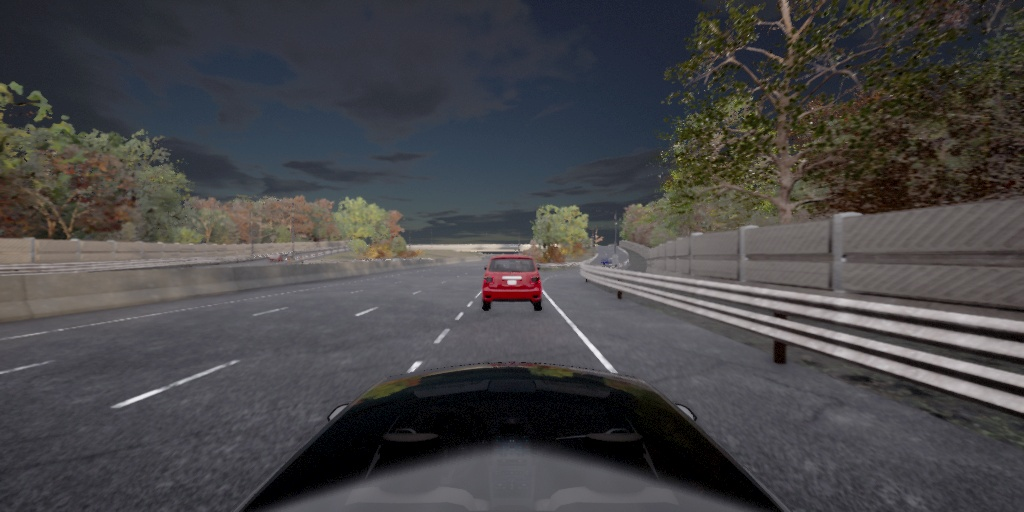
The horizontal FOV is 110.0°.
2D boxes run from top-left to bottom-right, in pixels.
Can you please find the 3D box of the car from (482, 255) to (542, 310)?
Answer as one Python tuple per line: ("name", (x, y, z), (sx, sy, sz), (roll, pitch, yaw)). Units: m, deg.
("car", (0.012, 0.983, 14.789), (2.150, 2.045, 5.566), (0, 0, 0))
